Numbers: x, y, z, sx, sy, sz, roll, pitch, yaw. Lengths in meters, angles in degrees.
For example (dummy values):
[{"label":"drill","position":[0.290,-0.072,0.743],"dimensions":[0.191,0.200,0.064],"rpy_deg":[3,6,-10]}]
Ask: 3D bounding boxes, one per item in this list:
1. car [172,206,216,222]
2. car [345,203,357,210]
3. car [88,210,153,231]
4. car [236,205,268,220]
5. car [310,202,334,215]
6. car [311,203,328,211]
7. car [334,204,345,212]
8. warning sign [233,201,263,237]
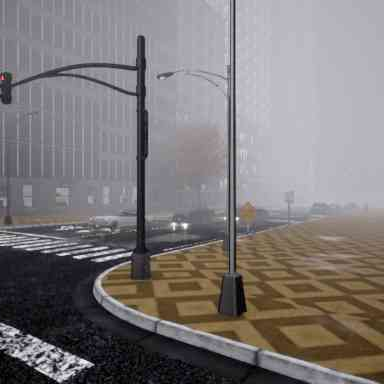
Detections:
[{"label":"car","position":[0.313,2.046,31.660],"dimensions":[2.033,1.411,5.357],"rpy_deg":[0,-1,33]},{"label":"car","position":[31.396,2.838,65.759],"dimensions":[1.812,1.442,4.674],"rpy_deg":[0,-1,33]},{"label":"car","position":[-4.953,1.925,23.465],"dimensions":[1.895,1.301,4.718],"rpy_deg":[0,-1,33]},{"label":"car","position":[6.490,2.104,34.900],"dimensions":[2.128,1.511,4.902],"rpy_deg":[0,-1,33]},{"label":"car","position":[18.339,2.268,47.346],"dimensions":[2.097,1.767,4.553],"rpy_deg":[0,-1,33]},{"label":"car","position":[23.730,2.702,61.766],"dimensions":[1.812,1.442,4.674],"rpy_deg":[0,-1,34]},{"label":"car","position":[23.793,2.641,55.845],"dimensions":[2.033,1.411,5.357],"rpy_deg":[0,-1,33]},{"label":"warning sign","position":[3.131,1.454,18.532],"dimensions":[1.300,1.860,1.060],"rpy_deg":[1,1,33]}]
